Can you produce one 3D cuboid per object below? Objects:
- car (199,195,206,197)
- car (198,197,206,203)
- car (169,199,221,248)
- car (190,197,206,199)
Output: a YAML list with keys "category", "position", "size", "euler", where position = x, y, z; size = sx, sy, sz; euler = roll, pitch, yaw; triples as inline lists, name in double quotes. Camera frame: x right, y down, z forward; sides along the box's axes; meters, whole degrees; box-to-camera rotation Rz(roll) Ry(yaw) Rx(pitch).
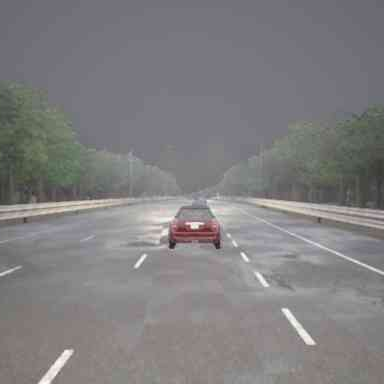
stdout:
- category: "car"
  position: [1.889, 1.782, 67.272]
  size: [2.033, 1.411, 5.357]
  euler: [0, 0, 2]
- category: "car"
  position: [2.552, 1.976, 84.651]
  size: [1.895, 1.301, 4.718]
  euler: [0, -1, 2]
- category: "car"
  position: [0.141, 1.370, 15.050]
  size: [2.097, 1.767, 4.553]
  euler: [0, 0, 1]
- category: "car"
  position: [0.861, 1.635, 40.296]
  size: [2.033, 1.411, 5.357]
  euler: [0, 0, 2]
